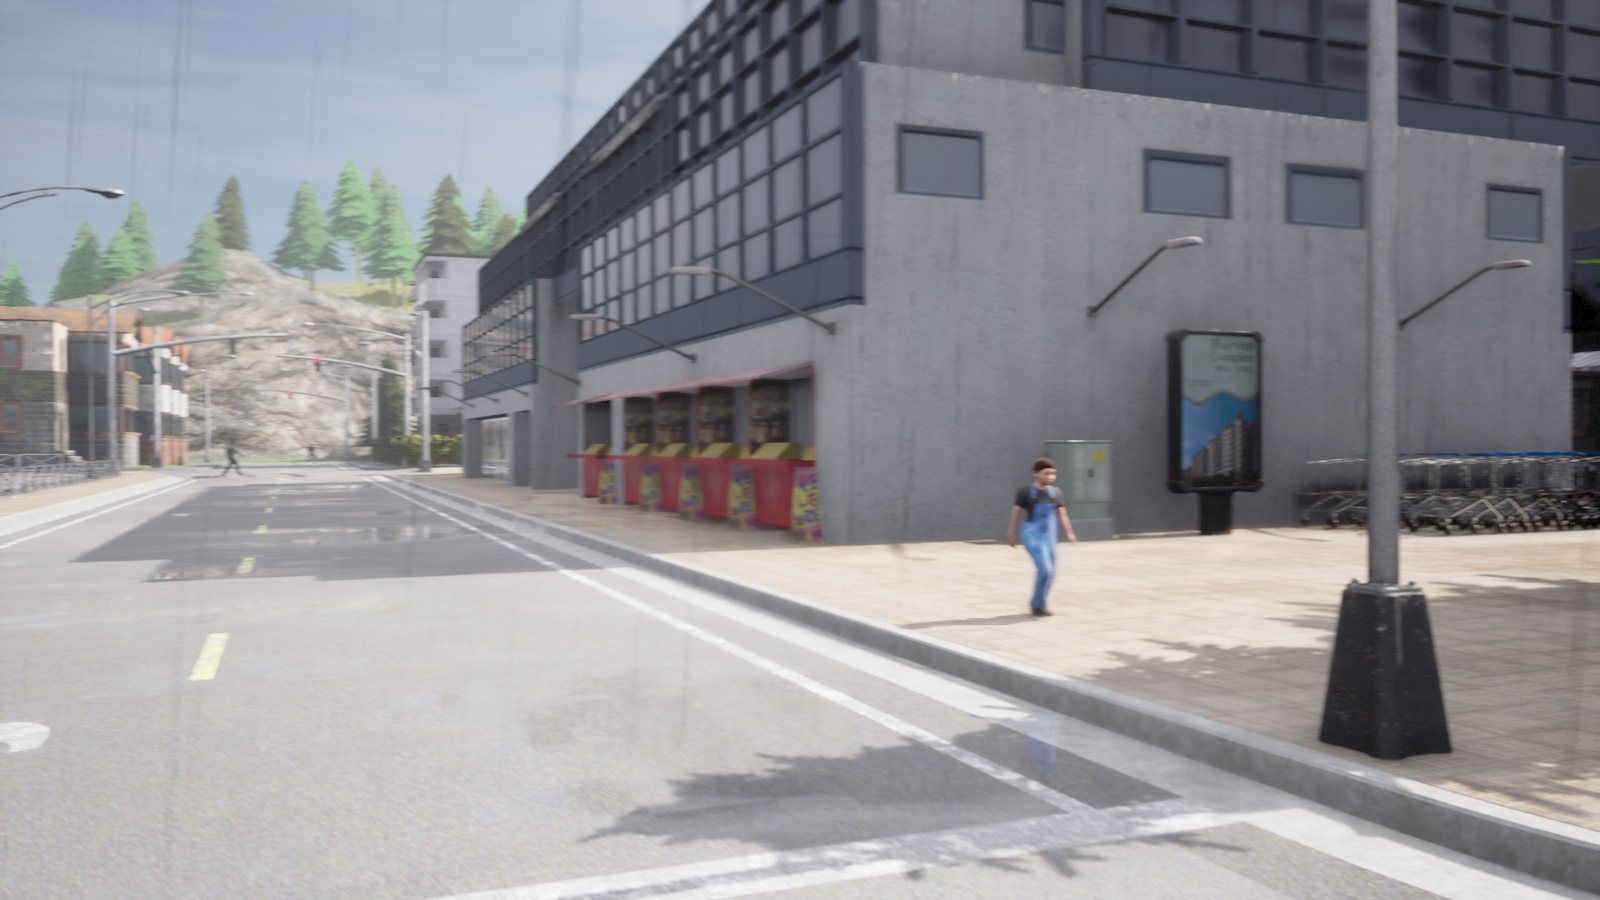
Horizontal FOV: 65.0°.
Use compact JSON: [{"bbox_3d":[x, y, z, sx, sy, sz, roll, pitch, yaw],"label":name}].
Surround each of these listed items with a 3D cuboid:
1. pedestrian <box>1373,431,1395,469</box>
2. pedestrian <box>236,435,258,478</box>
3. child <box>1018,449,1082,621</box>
[{"bbox_3d":[29.096,-0.023,62.585,0.563,1.883,0.849,0,0,-15],"label":"pedestrian"},{"bbox_3d":[-25.608,0.292,58.164,0.788,1.949,0.423,0,0,-2],"label":"pedestrian"},{"bbox_3d":[1.883,0.621,9.480,0.270,1.263,0.437,0,0,-24],"label":"child"}]
